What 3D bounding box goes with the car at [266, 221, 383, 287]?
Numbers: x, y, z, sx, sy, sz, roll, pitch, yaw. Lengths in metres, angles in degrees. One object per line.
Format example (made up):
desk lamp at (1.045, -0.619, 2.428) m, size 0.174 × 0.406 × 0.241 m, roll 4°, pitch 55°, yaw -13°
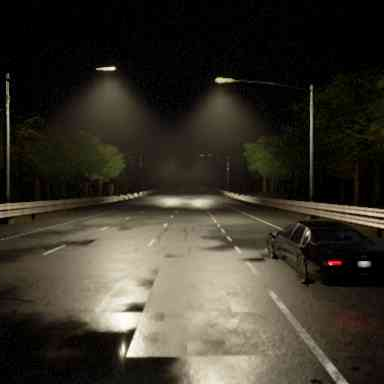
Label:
car at (3.519, 1.516, 9.319) m, size 2.033 × 1.411 × 5.357 m, roll 0°, pitch 0°, yaw 0°
